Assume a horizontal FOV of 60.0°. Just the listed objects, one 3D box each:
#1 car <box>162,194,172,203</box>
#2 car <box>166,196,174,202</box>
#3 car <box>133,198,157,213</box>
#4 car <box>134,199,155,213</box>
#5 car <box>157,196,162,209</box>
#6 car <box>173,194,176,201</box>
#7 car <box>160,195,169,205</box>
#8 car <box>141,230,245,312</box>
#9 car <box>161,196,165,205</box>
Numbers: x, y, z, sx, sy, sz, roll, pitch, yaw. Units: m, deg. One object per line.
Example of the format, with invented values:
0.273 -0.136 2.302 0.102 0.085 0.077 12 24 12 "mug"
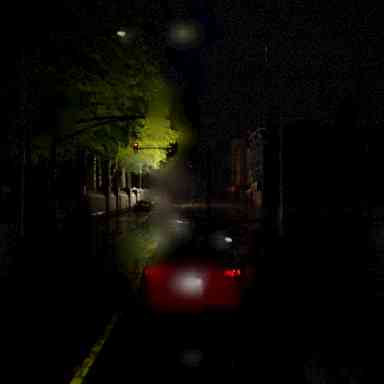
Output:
-5.654 1.418 65.883 2.192 1.841 5.009 1 0 0 "car"
-5.815 1.727 87.513 1.752 1.417 4.829 1 0 0 "car"
-5.479 1.583 36.947 2.008 1.369 4.403 1 0 0 "car"
-5.517 1.560 38.921 1.752 1.417 4.829 1 0 0 "car"
-5.502 1.595 44.082 2.008 1.369 4.403 1 0 0 "car"
-5.775 1.614 82.233 1.967 1.590 4.097 1 0 0 "car"
-5.621 1.666 60.432 1.802 1.307 4.206 1 0 0 "car"
0.029 1.567 7.820 1.994 1.385 4.181 0 0 0 "car"
-5.542 1.621 49.532 1.947 1.339 4.313 1 0 0 "car"
